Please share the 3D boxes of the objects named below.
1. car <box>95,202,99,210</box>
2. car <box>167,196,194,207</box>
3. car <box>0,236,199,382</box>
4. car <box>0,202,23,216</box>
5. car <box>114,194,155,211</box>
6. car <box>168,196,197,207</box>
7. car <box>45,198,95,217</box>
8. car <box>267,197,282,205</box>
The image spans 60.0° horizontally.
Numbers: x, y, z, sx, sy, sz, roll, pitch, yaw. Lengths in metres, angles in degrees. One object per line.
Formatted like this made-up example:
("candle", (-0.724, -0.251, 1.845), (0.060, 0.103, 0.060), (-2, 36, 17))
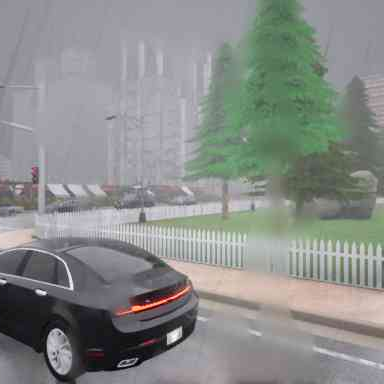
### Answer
("car", (-12.883, 1.478, 37.583), (1.882, 1.535, 5.008), (0, 0, 34))
("car", (-1.878, 1.505, 53.907), (1.837, 1.490, 4.892), (0, 0, 34))
("car", (-2.178, 1.505, 5.481), (4.892, 1.490, 1.837), (0, 0, 36))
("car", (-18.020, 1.601, 30.051), (1.895, 1.301, 4.718), (0, 0, 36))
("car", (-6.851, 1.221, 40.283), (2.150, 2.045, 5.566), (0, 0, 34))
("car", (-1.146, 1.352, 48.744), (2.097, 1.767, 4.553), (0, 0, 34))
("car", (-12.325, 1.491, 32.136), (2.128, 1.511, 4.902), (0, 0, 34))
("car", (14.945, 1.564, 59.830), (1.994, 1.385, 4.181), (0, 0, 34))
